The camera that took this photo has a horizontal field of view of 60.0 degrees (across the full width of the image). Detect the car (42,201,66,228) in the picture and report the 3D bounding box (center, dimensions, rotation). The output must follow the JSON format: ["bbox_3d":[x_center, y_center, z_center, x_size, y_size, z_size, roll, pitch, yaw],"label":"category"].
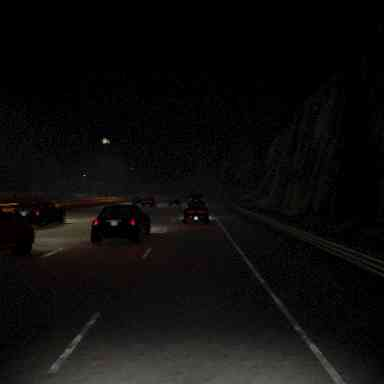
[{"bbox_3d":[-10.213,1.379,22.390,2.097,1.767,4.553,0,0,1],"label":"car"}]

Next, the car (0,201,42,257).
[{"bbox_3d":[-6.901,1.236,9.900,2.150,2.045,5.566,0,0,1],"label":"car"}]

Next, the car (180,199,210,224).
[{"bbox_3d":[0.325,1.531,25.346,1.837,1.490,4.892,0,0,1],"label":"car"}]

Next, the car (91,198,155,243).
[{"bbox_3d":[-3.289,1.369,16.259,2.097,1.767,4.553,0,0,1],"label":"car"}]

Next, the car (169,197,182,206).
[{"bbox_3d":[-2.786,1.548,55.535,2.128,1.511,4.902,0,0,1],"label":"car"}]

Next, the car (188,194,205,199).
[{"bbox_3d":[0.638,1.269,48.587,2.150,2.045,5.566,0,0,1],"label":"car"}]

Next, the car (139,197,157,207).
[{"bbox_3d":[-6.358,1.558,49.845,1.837,1.490,4.892,0,0,1],"label":"car"}]
